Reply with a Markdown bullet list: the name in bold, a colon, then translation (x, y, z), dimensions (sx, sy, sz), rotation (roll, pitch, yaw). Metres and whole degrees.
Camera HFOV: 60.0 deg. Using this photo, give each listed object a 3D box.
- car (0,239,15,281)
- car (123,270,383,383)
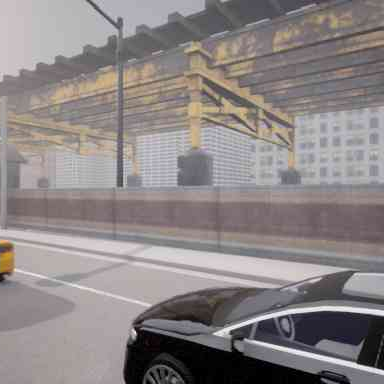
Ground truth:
- **car**: translation (-6.573, 1.503, 8.642), dimensions (5.008, 1.535, 1.882), rotation (0, 0, 36)
- **car**: translation (1.489, 1.504, 2.931), dimensions (4.902, 1.511, 2.128), rotation (0, 0, 36)
